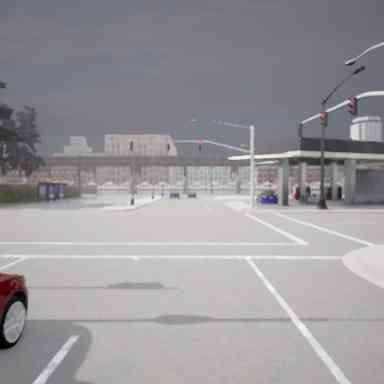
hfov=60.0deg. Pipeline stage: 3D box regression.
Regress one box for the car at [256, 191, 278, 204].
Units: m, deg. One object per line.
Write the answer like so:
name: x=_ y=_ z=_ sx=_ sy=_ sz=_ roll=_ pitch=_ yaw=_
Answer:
car: x=9.715 y=0.697 z=42.898 sx=2.242 sy=1.667 sz=4.611 roll=0 pitch=1 yaw=0

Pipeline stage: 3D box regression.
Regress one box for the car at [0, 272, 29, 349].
car: x=-3.417 y=1.433 z=3.084 sx=1.882 sy=1.535 sz=5.008 roll=0 pitch=1 yaw=0

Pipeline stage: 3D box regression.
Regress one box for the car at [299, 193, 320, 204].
car: x=15.460 y=0.848 z=43.662 sx=1.970 sy=1.475 sz=3.806 roll=0 pitch=1 yaw=0

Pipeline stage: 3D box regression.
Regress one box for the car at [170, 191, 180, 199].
car: x=-3.493 y=0.537 z=67.575 sx=1.882 sy=1.535 sz=5.008 roll=0 pitch=1 yaw=0

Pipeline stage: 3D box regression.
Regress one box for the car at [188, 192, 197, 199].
car: x=0.007 y=0.607 z=67.576 sx=2.033 sy=1.411 sz=5.357 roll=0 pitch=1 yaw=0
